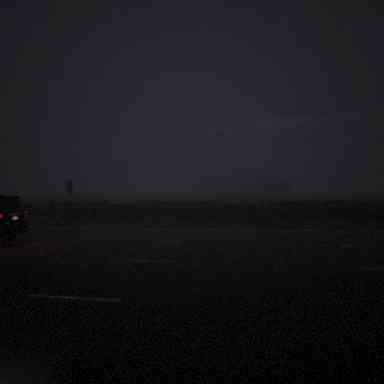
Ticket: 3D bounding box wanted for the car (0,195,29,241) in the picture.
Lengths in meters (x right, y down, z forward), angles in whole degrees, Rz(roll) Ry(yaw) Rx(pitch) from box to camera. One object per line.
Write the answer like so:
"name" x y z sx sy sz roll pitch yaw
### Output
"car" -9.642 1.145 13.851 5.566 2.045 2.150 0 1 12
